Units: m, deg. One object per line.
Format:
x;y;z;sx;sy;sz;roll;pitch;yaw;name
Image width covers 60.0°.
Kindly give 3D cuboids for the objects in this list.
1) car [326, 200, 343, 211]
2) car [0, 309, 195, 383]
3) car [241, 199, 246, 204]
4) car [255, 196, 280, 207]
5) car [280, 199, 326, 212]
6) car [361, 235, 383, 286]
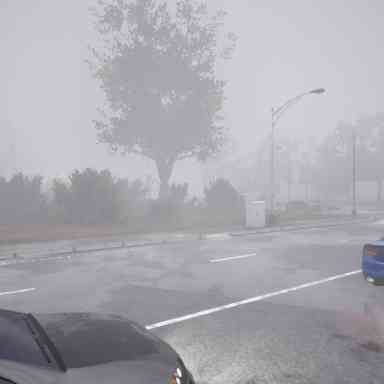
15.953;1.601;40.833;1.895;1.301;4.718;0;0;-33;car
-1.975;1.564;2.329;4.181;1.385;1.994;0;0;-36;car
5.903;1.205;50.030;2.150;2.045;5.566;0;0;-33;car
11.154;1.345;48.328;2.097;1.767;4.553;0;0;-33;car
12.945;1.564;39.039;1.994;1.385;4.181;0;0;-32;car
6.159;1.478;8.178;5.008;1.535;1.882;0;0;-36;car
